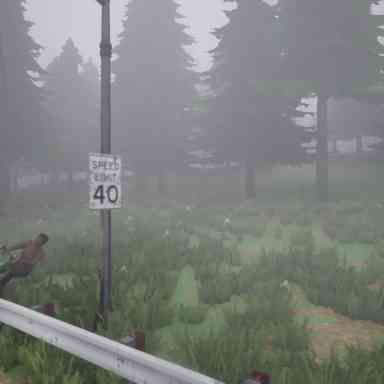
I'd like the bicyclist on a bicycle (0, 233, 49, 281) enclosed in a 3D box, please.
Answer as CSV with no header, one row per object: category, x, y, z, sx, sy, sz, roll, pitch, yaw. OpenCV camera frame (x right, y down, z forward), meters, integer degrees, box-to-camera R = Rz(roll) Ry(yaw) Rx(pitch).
bicyclist on a bicycle,-3.193,1.344,5.757,1.620,0.582,1.656,-42,-14,-34
